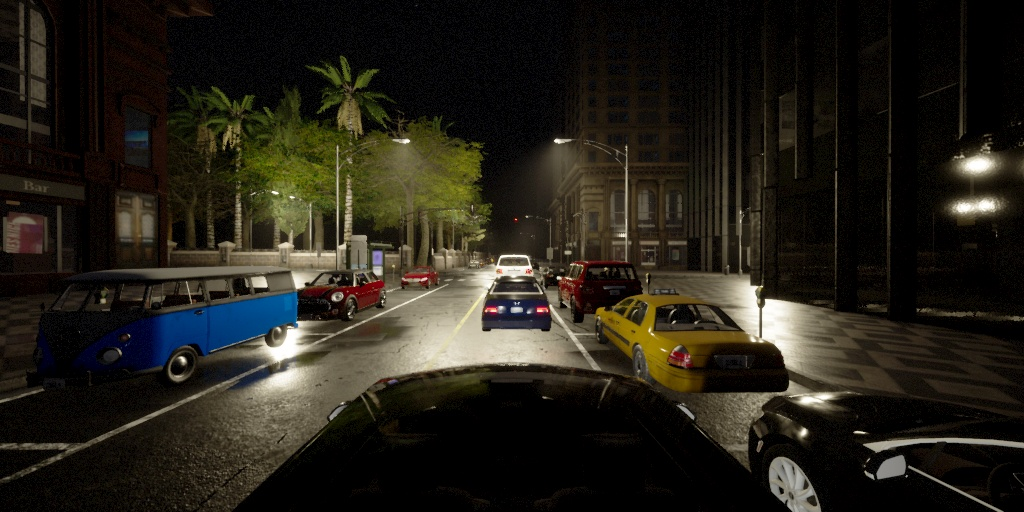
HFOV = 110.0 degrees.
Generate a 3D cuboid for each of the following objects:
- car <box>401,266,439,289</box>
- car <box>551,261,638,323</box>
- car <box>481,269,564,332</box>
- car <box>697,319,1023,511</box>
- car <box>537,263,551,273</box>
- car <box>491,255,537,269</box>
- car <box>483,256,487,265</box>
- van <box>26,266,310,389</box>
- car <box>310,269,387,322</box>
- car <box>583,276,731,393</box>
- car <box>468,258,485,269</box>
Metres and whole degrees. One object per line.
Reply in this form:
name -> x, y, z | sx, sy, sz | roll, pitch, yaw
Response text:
car -> -5.754, 1.327, 22.888 | 1.802, 1.307, 4.207 | 0, 0, 0
car -> 2.767, 1.063, 12.016 | 2.192, 1.841, 5.009 | 0, 0, 0
car -> 0.106, 1.296, 10.837 | 2.033, 1.411, 5.357 | 0, 0, 0
car -> 2.762, 1.300, 1.165 | 2.007, 1.370, 4.403 | 0, 0, 0
car -> 2.772, 1.310, 22.867 | 1.948, 1.339, 4.313 | 0, 0, 0
car -> 0.109, 0.968, 21.408 | 2.150, 2.045, 5.566 | 0, 0, 0
car -> -5.737, 1.159, 60.168 | 1.967, 1.591, 4.097 | 0, 0, 0
van -> -5.761, 1.090, 6.609 | 1.690, 1.789, 3.998 | 0, 0, 0
car -> -5.759, 1.188, 12.036 | 1.967, 1.591, 4.097 | 0, 0, 0
car -> 2.764, 1.275, 6.761 | 1.751, 1.417, 4.829 | 0, 0, 0
car -> -5.739, 1.275, 54.748 | 2.007, 1.370, 4.403 | 0, 0, 0
